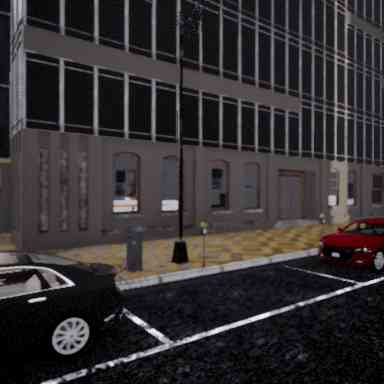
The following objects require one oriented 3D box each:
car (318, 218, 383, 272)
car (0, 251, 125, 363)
[{"bbox_3d":[5.931,1.543,10.789,4.507,1.381,1.887,0,0,-36],"label":"car"},{"bbox_3d":[-3.086,1.551,4.353,4.403,1.369,2.008,0,0,-36],"label":"car"}]
